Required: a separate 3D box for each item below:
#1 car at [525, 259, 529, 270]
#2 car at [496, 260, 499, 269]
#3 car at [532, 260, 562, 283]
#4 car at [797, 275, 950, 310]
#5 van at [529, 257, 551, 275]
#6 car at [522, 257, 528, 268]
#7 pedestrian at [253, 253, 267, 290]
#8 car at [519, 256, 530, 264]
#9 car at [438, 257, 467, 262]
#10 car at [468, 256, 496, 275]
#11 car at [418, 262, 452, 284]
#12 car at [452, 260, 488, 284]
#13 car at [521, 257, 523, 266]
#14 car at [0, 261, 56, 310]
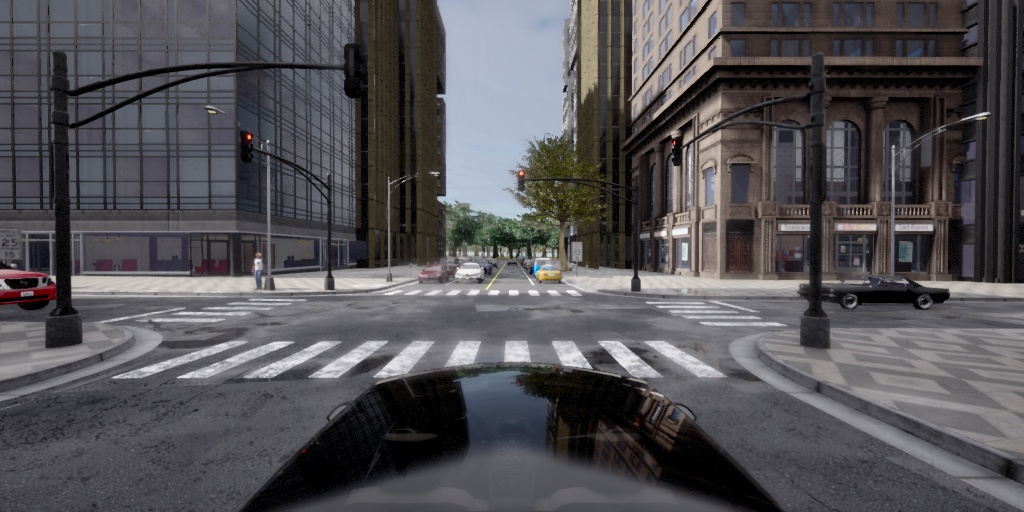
[{"bbox_3d":[2.740,1.275,38.328,1.948,1.339,4.313,0,0,0],"label":"car"},{"bbox_3d":[-3.092,1.177,54.679,1.837,1.490,4.892,0,0,0],"label":"car"},{"bbox_3d":[2.747,1.254,27.138,1.751,1.417,4.829,0,0,0],"label":"car"},{"bbox_3d":[14.702,1.444,14.820,4.718,1.301,1.895,0,1,0],"label":"car"},{"bbox_3d":[2.743,1.060,32.649,1.690,1.789,3.998,0,0,0],"label":"van"},{"bbox_3d":[2.733,1.208,49.857,1.751,1.417,4.829,0,0,0],"label":"car"},{"bbox_3d":[-12.533,0.741,17.779,0.375,1.860,0.375,0,0,0],"label":"pedestrian"},{"bbox_3d":[2.726,1.202,61.046,2.007,1.370,4.403,0,0,0],"label":"car"},{"bbox_3d":[-5.782,1.034,32.635,2.192,1.841,5.009,0,0,0],"label":"car"},{"bbox_3d":[-3.119,1.063,37.459,2.097,1.767,4.553,0,0,0],"label":"car"},{"bbox_3d":[-5.779,1.311,26.954,1.802,1.307,4.207,0,0,0],"label":"car"},{"bbox_3d":[-3.112,1.254,27.199,1.812,1.442,4.674,0,0,0],"label":"car"},{"bbox_3d":[2.729,1.213,55.366,1.888,1.381,4.507,0,0,0],"label":"car"},{"bbox_3d":[-18.381,0.842,11.526,5.566,2.045,2.150,1,1,0],"label":"car"}]
